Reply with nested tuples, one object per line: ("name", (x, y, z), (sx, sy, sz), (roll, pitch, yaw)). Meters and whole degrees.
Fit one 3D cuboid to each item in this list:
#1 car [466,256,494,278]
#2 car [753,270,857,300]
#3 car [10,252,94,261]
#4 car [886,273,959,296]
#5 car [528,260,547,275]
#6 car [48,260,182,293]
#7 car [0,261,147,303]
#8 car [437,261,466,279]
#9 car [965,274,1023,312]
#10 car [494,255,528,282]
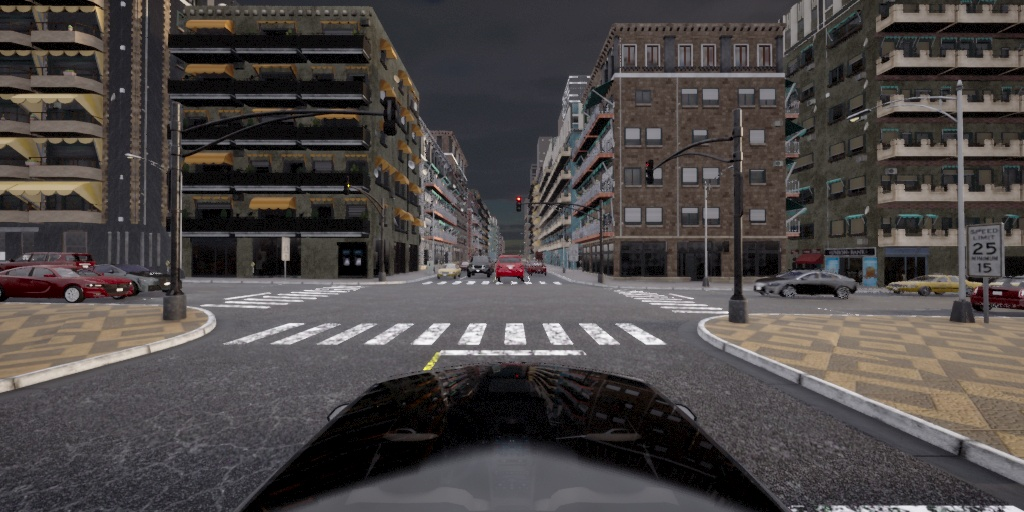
("car", (-3.067, 0.980, 35.221), (2.150, 2.045, 5.566), (0, 0, 0))
("car", (16.007, 1.534, 19.701), (4.902, 1.511, 2.128), (1, -1, -1))
("car", (-28.626, 0.687, 21.989), (5.009, 1.841, 2.192), (0, 0, 0))
("car", (26.266, 1.755, 22.318), (4.829, 1.417, 1.751), (0, 0, 0))
("car", (2.727, 1.304, 38.316), (1.888, 1.381, 4.507), (0, 0, 0))
("car", (-17.663, 1.050, 16.275), (4.181, 1.385, 1.994), (1, -1, -1))
("car", (-17.251, 1.012, 13.684), (4.507, 1.381, 1.888), (0, 0, 0))
("car", (-5.659, 1.283, 32.645), (1.751, 1.417, 4.829), (0, 0, 0))
("car", (20.847, 1.501, 13.968), (4.097, 1.591, 1.967), (0, 0, 0))
("car", (-0.164, 0.978, 29.512), (2.150, 2.045, 5.566), (-1, 0, -1))
